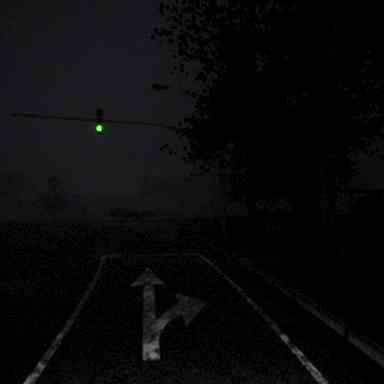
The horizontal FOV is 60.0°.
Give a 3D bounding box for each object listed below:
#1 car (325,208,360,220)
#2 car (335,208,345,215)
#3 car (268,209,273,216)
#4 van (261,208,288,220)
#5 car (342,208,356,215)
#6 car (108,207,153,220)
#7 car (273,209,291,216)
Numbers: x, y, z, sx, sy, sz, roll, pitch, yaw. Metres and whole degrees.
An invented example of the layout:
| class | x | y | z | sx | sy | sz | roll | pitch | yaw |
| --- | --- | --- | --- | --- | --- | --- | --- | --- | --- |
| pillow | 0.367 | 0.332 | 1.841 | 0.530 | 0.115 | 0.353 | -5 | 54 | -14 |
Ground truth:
| class | x | y | z | sx | sy | sz | roll | pitch | yaw |
| --- | --- | --- | --- | --- | --- | --- | --- | --- | --- |
| car | 29.163 | 4.263 | 64.490 | 2.435 | 2.045 | 5.566 | 3 | -8 | -35 |
| car | 26.317 | 4.470 | 63.648 | 2.097 | 1.535 | 5.008 | 4 | -8 | -35 |
| car | 14.227 | 3.656 | 55.155 | 4.553 | 1.767 | 2.097 | 1 | -6 | -15 |
| van | 14.889 | 4.082 | 60.378 | 1.878 | 1.987 | 4.442 | 4 | -8 | -35 |
| car | 29.843 | 4.066 | 59.416 | 4.181 | 1.385 | 1.994 | 1 | -6 | -15 |
| car | -6.825 | 2.390 | 36.927 | 4.902 | 1.511 | 2.128 | 1 | -5 | -16 |
| car | 15.567 | 3.570 | 52.418 | 4.181 | 1.385 | 1.994 | 1 | -6 | -16 |
